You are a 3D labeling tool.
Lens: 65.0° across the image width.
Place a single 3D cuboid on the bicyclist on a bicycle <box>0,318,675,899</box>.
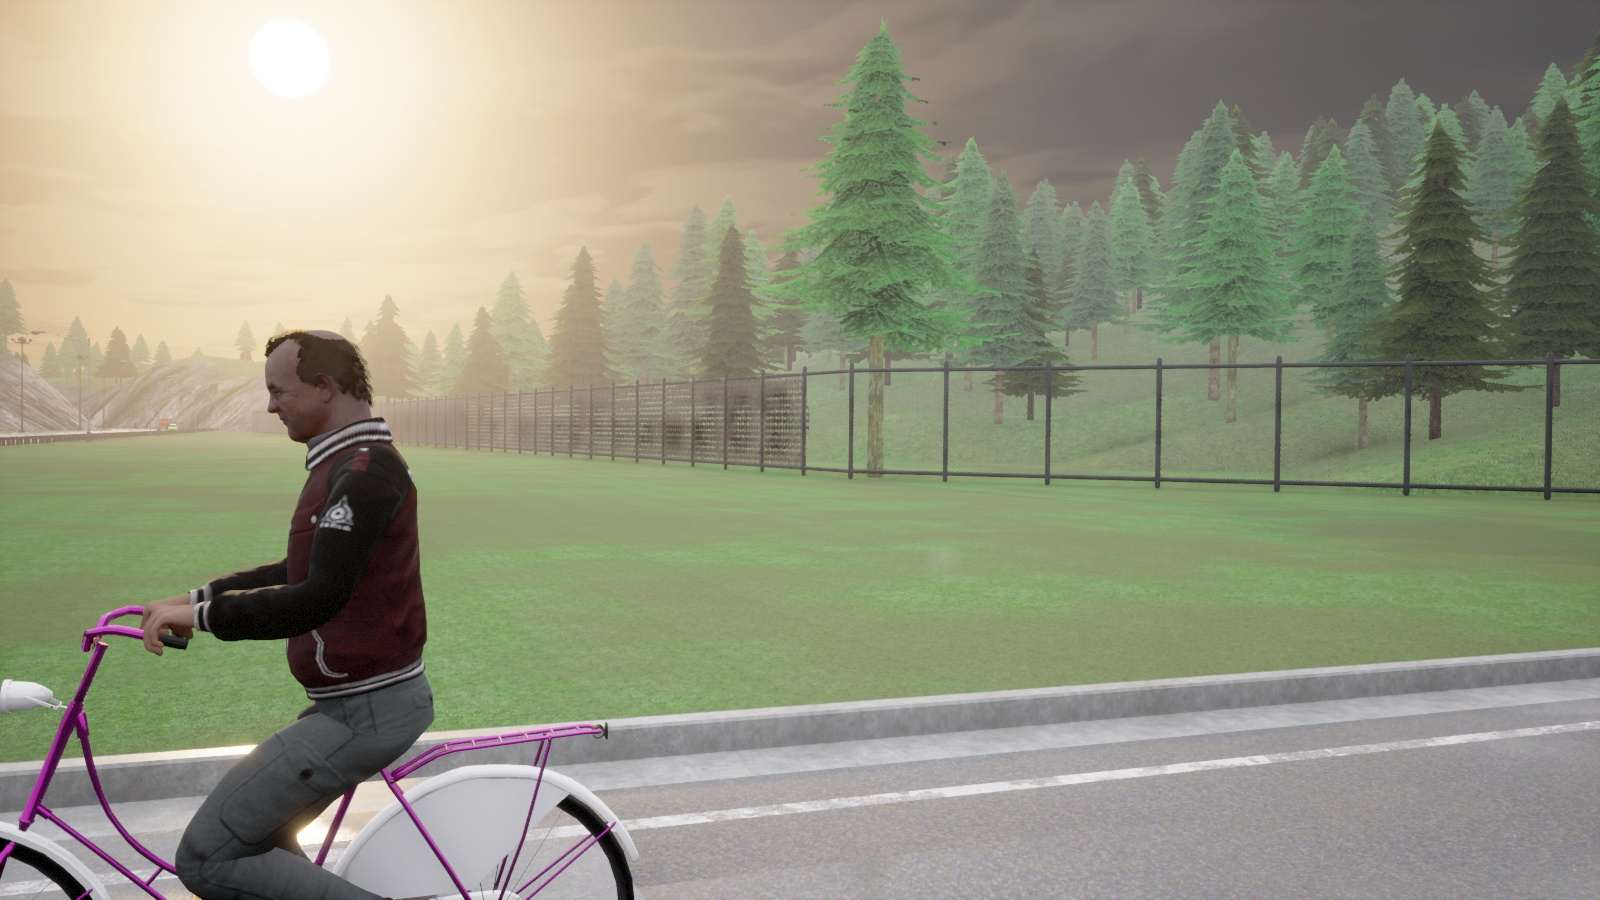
[{"bbox_3d":[-1.259,0.637,2.760,1.843,1.776,0.659,-1,1,-21],"label":"bicyclist on a bicycle"}]
